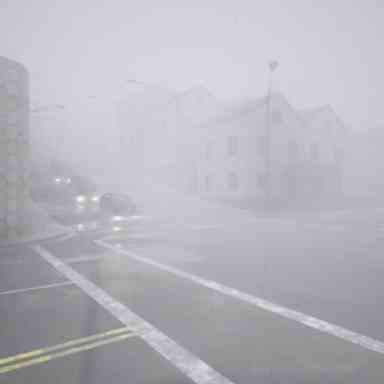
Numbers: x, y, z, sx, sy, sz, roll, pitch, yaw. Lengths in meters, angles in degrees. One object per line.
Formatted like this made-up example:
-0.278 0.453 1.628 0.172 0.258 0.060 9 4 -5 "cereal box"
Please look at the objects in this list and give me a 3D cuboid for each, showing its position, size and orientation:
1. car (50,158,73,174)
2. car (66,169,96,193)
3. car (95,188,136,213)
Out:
-17.478 -3.549 44.604 2.097 1.767 4.553 0 13 -34 "car"
-11.948 -1.019 36.504 1.837 1.490 4.892 0 14 -34 "car"
-6.383 0.820 28.409 1.812 1.442 4.674 0 7 -34 "car"
